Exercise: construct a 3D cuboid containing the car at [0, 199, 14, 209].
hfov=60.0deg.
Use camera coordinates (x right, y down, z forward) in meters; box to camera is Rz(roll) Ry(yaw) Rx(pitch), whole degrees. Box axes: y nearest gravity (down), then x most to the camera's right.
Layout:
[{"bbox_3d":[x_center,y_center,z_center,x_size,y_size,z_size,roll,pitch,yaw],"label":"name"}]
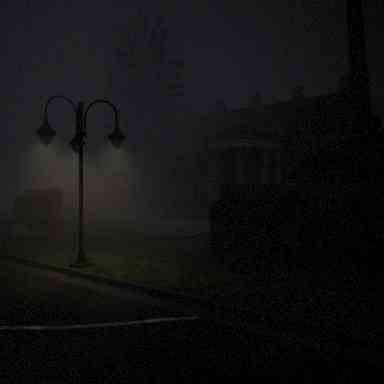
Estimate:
[{"bbox_3d":[-24.808,1.599,42.927,1.895,1.301,4.718,0,0,7],"label":"car"}]
